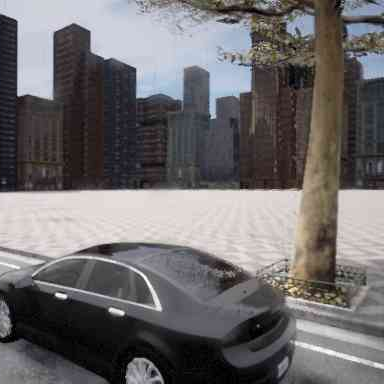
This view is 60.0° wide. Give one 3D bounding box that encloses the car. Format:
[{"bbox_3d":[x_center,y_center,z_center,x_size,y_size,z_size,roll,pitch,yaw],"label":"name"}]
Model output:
[{"bbox_3d":[-1.058,1.482,4.746,4.892,1.490,1.837,0,0,35],"label":"car"}]
